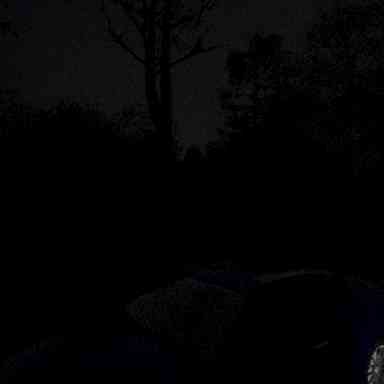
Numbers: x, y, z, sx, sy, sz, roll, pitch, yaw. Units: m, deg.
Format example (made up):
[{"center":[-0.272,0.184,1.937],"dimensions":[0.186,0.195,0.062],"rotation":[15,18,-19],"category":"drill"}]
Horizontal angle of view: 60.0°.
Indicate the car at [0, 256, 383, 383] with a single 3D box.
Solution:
[{"center":[0.397,1.496,3.432],"dimensions":[4.674,1.442,1.812],"rotation":[0,1,-37],"category":"car"}]
